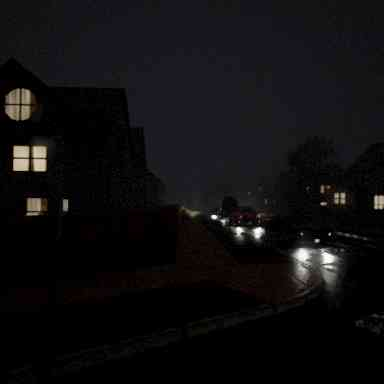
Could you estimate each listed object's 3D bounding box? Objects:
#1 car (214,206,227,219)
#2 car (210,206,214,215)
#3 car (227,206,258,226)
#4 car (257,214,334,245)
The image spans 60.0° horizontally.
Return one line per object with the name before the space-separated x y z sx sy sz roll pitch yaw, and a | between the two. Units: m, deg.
car | 4.337 2.647 41.651 2.033 1.411 5.357 1 -2 -2
car | 3.975 2.961 53.866 2.128 1.511 4.902 1 -2 -1
car | 4.738 2.095 29.851 2.097 1.767 4.553 1 -2 -2
car | 5.494 1.941 18.032 2.033 1.411 5.357 1 -2 -7
